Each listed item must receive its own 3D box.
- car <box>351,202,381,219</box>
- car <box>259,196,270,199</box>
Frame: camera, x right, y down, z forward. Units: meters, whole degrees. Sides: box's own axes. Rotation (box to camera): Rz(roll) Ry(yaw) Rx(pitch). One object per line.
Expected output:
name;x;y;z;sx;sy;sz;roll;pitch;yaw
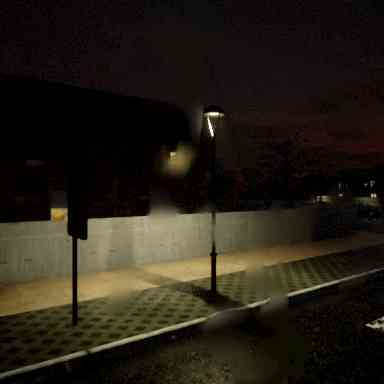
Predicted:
car;15.000;1.611;29.832;1.994;1.385;4.181;0;0;0
car;14.968;1.577;68.983;2.097;1.767;4.553;0;0;0
